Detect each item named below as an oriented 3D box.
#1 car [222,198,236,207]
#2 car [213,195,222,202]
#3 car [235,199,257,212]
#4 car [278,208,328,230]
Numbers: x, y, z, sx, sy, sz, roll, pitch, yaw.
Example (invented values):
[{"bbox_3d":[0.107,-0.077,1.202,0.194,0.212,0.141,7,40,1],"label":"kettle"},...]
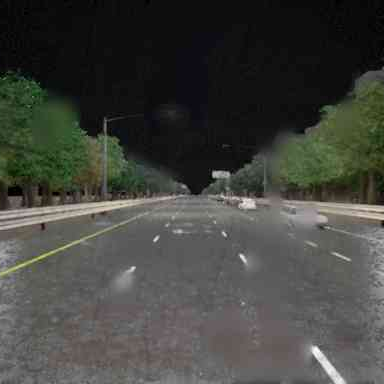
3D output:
[{"bbox_3d":[7.186,1.821,59.927,2.128,1.511,4.902,0,0,0],"label":"car"},{"bbox_3d":[7.427,2.049,90.074,1.837,1.490,4.892,0,0,1],"label":"car"},{"bbox_3d":[7.092,1.741,42.647,1.812,1.442,4.674,0,-1,0],"label":"car"},{"bbox_3d":[7.022,1.673,21.688,1.895,1.301,4.718,0,0,0],"label":"car"}]
